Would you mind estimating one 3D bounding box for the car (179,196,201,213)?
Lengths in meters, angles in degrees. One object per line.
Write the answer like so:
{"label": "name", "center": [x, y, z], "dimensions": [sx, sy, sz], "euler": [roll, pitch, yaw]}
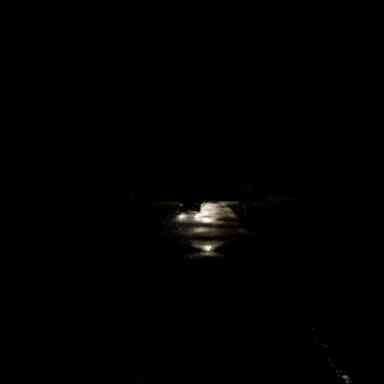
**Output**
{"label": "car", "center": [-0.128, 1.284, 35.818], "dimensions": [2.097, 1.767, 4.553], "euler": [0, 0, 4]}
